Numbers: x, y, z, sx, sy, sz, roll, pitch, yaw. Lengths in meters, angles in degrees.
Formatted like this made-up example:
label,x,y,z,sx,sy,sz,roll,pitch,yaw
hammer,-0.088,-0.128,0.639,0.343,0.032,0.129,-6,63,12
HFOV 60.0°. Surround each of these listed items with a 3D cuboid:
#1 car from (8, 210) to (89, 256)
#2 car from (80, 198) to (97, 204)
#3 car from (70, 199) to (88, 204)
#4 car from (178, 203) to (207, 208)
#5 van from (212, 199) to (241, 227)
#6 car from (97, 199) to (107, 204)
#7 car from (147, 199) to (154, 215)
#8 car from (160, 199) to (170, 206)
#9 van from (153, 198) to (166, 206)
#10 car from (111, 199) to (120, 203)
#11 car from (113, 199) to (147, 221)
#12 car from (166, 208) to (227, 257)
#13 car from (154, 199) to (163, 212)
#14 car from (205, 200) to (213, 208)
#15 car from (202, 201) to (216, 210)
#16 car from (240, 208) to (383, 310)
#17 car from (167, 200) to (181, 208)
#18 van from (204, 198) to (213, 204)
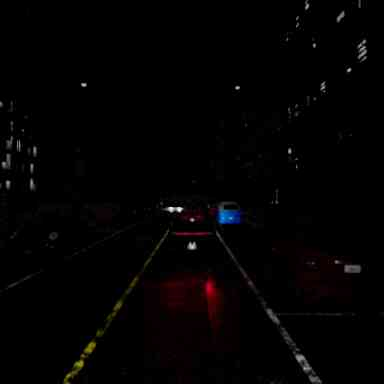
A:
label,x,y,z,sx,sy,sz,roll,pitch,yaw
car,-5.683,1.586,13.597,1.967,1.590,4.097,1,-1,0
car,-26.382,2.289,81.819,4.097,1.590,1.967,0,-1,1
car,-30.684,2.655,90.511,4.206,1.307,1.802,0,-1,1
car,0.017,1.897,28.254,1.895,1.301,4.718,0,-1,1
van,2.702,1.604,24.921,1.690,1.788,3.998,1,-1,0
car,-25.204,2.613,90.438,4.313,1.339,1.947,0,-1,1
car,-5.648,1.815,36.180,1.967,1.590,4.097,1,-1,0
car,-5.651,2.238,70.052,1.887,1.381,4.507,1,-1,0
van,-5.647,1.878,53.117,1.690,1.788,3.998,1,-1,0
car,-19.723,2.572,90.363,4.403,1.369,2.008,0,-1,1
car,-5.653,1.759,30.534,1.967,1.590,4.097,1,-1,0
car,0.022,1.637,13.505,2.128,1.511,4.902,0,0,1
car,-5.649,2.029,47.470,1.887,1.381,4.507,1,-1,0
car,2.699,1.920,36.212,1.887,1.381,4.507,1,-1,0
car,2.697,2.103,53.149,1.947,1.339,4.313,1,-1,0
car,2.703,1.402,7.983,2.192,1.841,5.009,1,-1,0
car,-3.044,2.216,61.609,1.895,1.301,4.718,0,-1,1
van,2.701,1.825,47.505,1.690,1.788,3.998,1,-1,0
